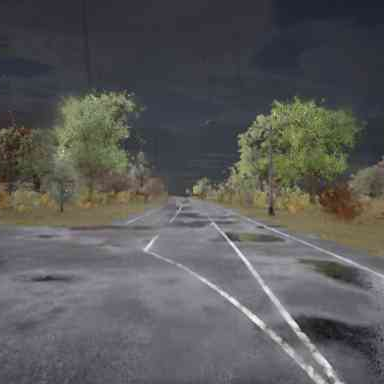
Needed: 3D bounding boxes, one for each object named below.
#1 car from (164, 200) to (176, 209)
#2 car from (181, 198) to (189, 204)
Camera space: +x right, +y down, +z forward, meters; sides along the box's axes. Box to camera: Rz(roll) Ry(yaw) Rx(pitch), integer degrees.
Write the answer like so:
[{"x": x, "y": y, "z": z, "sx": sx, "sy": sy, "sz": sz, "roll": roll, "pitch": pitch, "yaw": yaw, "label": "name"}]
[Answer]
[{"x": -3.720, "y": 2.109, "z": 57.171, "sx": 1.994, "sy": 1.385, "sz": 4.181, "roll": 0, "pitch": -1, "yaw": -1, "label": "car"}, {"x": -1.815, "y": 2.372, "z": 91.013, "sx": 1.837, "sy": 1.490, "sz": 4.892, "roll": 0, "pitch": -1, "yaw": 5, "label": "car"}]
